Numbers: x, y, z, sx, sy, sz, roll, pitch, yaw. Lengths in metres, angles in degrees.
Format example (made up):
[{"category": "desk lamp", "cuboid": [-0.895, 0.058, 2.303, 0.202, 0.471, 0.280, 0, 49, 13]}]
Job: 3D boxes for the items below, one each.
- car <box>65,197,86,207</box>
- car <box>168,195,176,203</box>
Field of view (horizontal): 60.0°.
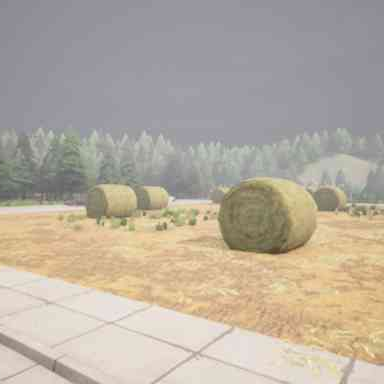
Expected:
[{"category": "car", "cuboid": [-15.726, 1.380, 47.172, 1.812, 1.442, 4.674, 0, 0, 36]}, {"category": "car", "cuboid": [-4.903, 1.348, 61.613, 1.812, 1.442, 4.674, 0, 0, 37]}]
